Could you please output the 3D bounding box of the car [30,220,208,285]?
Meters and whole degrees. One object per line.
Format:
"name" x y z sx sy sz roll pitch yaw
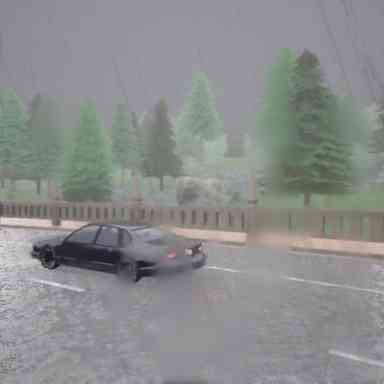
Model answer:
"car" -2.229 1.522 9.390 5.357 1.411 2.033 0 0 31
